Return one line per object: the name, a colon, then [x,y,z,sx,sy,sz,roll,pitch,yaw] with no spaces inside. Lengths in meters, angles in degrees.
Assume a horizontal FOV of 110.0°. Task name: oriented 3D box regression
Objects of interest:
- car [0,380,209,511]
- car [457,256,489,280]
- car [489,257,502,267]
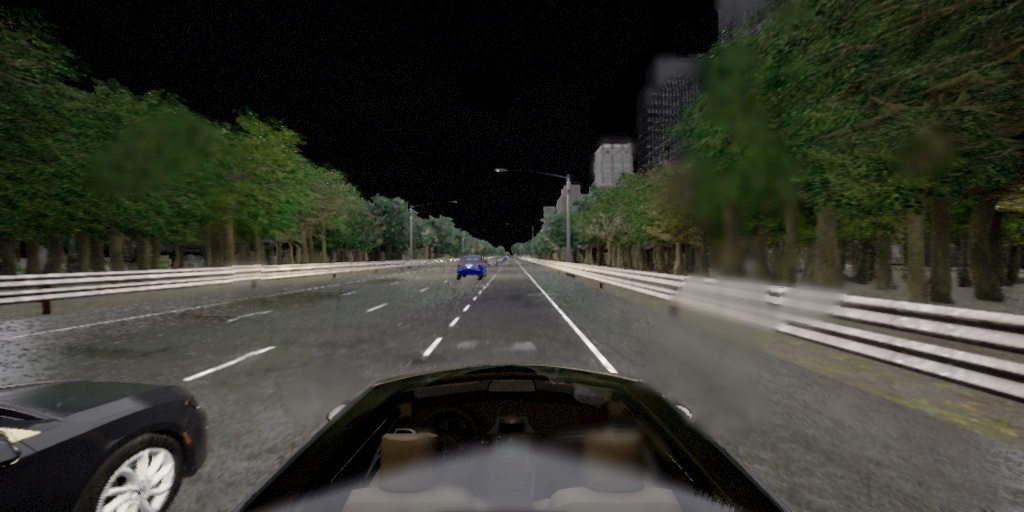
car: [-3.501,1.257,1.034,1.837,1.490,4.892,0,0,0]
car: [-3.498,1.001,31.860,2.150,2.045,5.566,0,0,0]
car: [-3.494,1.282,64.961,2.128,1.511,4.902,0,0,0]
